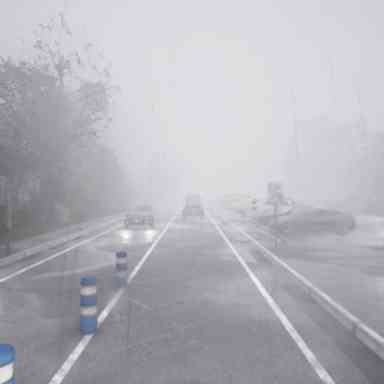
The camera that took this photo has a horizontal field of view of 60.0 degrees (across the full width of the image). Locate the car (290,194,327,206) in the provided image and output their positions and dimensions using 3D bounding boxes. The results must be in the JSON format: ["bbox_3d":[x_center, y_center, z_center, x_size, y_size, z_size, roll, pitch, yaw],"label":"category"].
[{"bbox_3d":[20.192,1.329,57.716,5.566,2.045,2.435,0,0,0],"label":"car"}]

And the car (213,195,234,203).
[{"bbox_3d":[7.278,1.552,77.346,4.553,1.767,2.185,0,0,0],"label":"car"}]

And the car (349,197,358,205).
[{"bbox_3d":[20.000,1.569,35.564,4.792,1.488,2.163,0,0,0],"label":"car"}]

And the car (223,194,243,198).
[{"bbox_3d":[7.077,1.415,46.811,4.553,1.767,2.185,0,0,0],"label":"car"}]

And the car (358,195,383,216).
[{"bbox_3d":[20.033,1.300,32.793,5.566,2.045,2.435,0,0,0],"label":"car"}]

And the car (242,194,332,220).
[{"bbox_3d":[6.882,1.342,24.609,5.566,2.045,2.435,0,0,0],"label":"car"}]

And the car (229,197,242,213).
[{"bbox_3d":[6.740,1.556,32.940,5.366,1.575,1.946,0,0,0],"label":"car"}]

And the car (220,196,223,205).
[{"bbox_3d":[7.099,1.580,49.584,4.792,1.488,2.163,0,0,1],"label":"car"}]

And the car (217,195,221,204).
[{"bbox_3d":[7.088,1.606,55.137,4.792,1.488,2.163,0,0,0],"label":"car"}]

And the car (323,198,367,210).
[{"bbox_3d":[20.129,1.555,43.868,4.792,1.488,2.163,0,0,1],"label":"car"}]

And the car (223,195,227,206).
[{"bbox_3d":[7.015,1.535,44.032,4.892,1.521,2.231,0,0,0],"label":"car"}]

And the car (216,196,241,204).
[{"bbox_3d":[7.220,1.628,66.241,4.892,1.521,2.231,0,0,0],"label":"car"}]

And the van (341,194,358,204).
[{"bbox_3d":[20.170,1.304,38.456,4.442,1.987,1.878,0,0,0],"label":"van"}]

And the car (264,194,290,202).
[{"bbox_3d":[20.384,1.431,80.002,5.566,2.045,2.435,0,0,0],"label":"car"}]

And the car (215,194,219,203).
[{"bbox_3d":[7.136,1.631,60.689,4.792,1.488,2.163,0,0,0],"label":"car"}]

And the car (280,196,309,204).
[{"bbox_3d":[20.286,1.618,66.026,5.008,1.535,2.097,0,0,1],"label":"car"}]

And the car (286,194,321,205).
[{"bbox_3d":[20.216,1.342,60.486,5.566,2.045,2.435,0,0,0],"label":"car"}]

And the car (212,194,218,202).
[{"bbox_3d":[7.004,1.611,63.467,5.366,1.575,1.946,0,0,0],"label":"car"}]

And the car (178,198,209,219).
[{"bbox_3d":[0.122,1.522,29.251,2.128,1.511,4.902,0,0,0],"label":"car"}]

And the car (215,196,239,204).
[{"bbox_3d":[7.231,1.641,69.017,4.892,1.521,2.231,0,0,0],"label":"car"}]

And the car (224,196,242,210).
[{"bbox_3d":[6.789,1.535,38.613,5.366,1.575,1.946,0,0,0],"label":"car"}]

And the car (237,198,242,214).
[{"bbox_3d":[6.908,1.572,30.163,4.892,1.521,2.231,0,0,0],"label":"car"}]

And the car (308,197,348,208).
[{"bbox_3d":[20.153,1.542,49.405,5.008,1.535,2.097,0,0,1],"label":"car"}]

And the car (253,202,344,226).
[{"bbox_3d":[6.835,1.604,21.835,5.008,1.535,2.097,0,0,0],"label":"car"}]

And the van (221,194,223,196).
[{"bbox_3d":[7.210,1.337,52.361,4.442,1.987,1.878,0,0,0],"label":"van"}]

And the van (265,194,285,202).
[{"bbox_3d":[20.553,1.469,82.771,4.442,1.987,1.878,0,0,0],"label":"van"}]

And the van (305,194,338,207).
[{"bbox_3d":[20.288,1.329,52.175,4.442,1.987,1.878,0,0,1],"label":"van"}]

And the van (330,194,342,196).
[{"bbox_3d":[20.016,1.306,46.621,4.442,1.987,1.878,0,0,0],"label":"van"}]

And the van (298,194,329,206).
[{"bbox_3d":[20.079,1.342,54.947,4.442,1.987,1.878,0,0,1],"label":"van"}]

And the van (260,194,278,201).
[{"bbox_3d":[20.368,1.495,88.321,4.442,1.987,1.878,0,-1,0],"label":"van"}]

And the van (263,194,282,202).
[{"bbox_3d":[20.576,1.482,85.416,4.442,1.987,1.878,0,0,1],"label":"van"}]

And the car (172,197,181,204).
[{"bbox_3d":[-3.046,1.680,68.652,2.033,1.411,5.357,0,0,0],"label":"car"}]

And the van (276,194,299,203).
[{"bbox_3d":[20.457,1.419,71.691,4.442,1.987,1.878,0,0,1],"label":"van"}]

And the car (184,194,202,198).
[{"bbox_3d":[0.167,1.283,44.367,2.150,2.045,5.566,0,0,0],"label":"car"}]

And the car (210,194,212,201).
[{"bbox_3d":[7.076,1.650,71.795,5.366,1.575,1.946,0,0,0],"label":"car"}]

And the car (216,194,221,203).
[{"bbox_3d":[7.112,1.618,57.913,4.792,1.488,2.163,0,0,0],"label":"car"}]

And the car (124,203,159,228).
[{"bbox_3d":[-3.322,1.530,22.536,1.837,1.490,4.892,0,0,0],"label":"car"}]

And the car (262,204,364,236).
[{"bbox_3d":[6.776,1.646,19.059,4.792,1.488,2.163,0,0,0],"label":"car"}]

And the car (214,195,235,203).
[{"bbox_3d":[7.254,1.540,74.570,4.553,1.767,2.185,0,0,0],"label":"car"}]

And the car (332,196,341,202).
[{"bbox_3d":[20.106,1.554,41.228,4.792,1.488,2.163,0,0,1],"label":"car"}]
